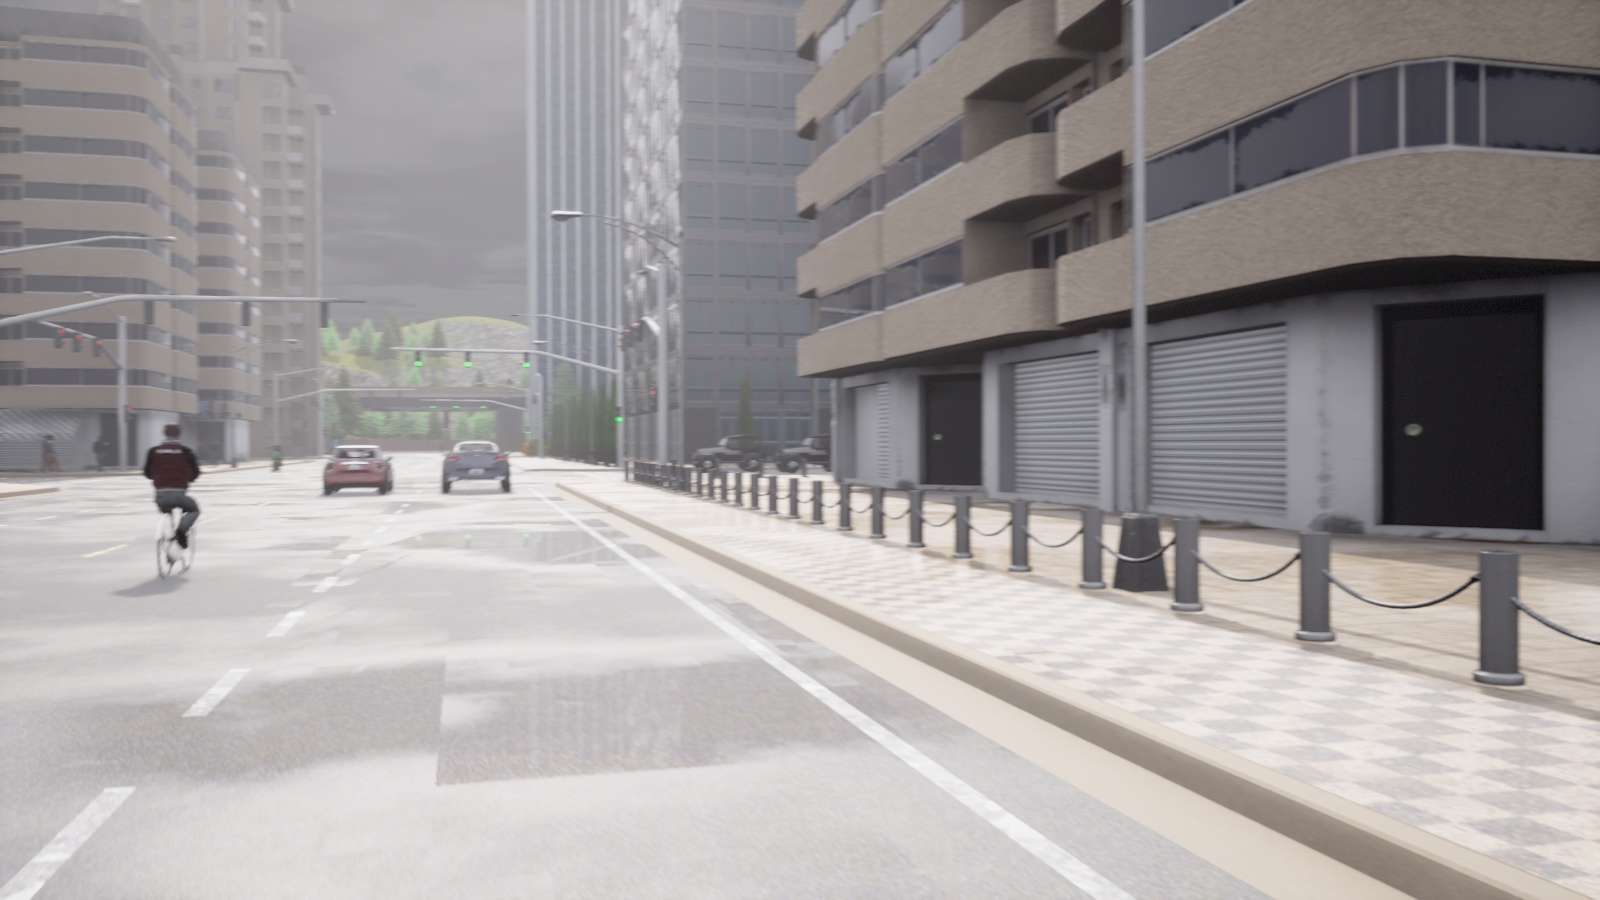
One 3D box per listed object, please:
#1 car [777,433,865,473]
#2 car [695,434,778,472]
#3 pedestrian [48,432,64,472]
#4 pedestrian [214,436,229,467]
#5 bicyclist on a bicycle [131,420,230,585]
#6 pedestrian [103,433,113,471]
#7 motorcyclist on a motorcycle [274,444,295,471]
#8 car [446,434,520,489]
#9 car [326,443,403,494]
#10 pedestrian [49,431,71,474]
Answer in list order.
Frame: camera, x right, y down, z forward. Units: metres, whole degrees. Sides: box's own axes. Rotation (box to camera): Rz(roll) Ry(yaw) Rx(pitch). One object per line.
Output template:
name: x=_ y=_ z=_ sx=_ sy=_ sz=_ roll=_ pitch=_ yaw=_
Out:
car: x=0.989 y=0.141 z=60.265 sx=3.866 sy=1.878 sz=1.905 roll=0 pitch=0 yaw=-14
car: x=-3.193 y=0.137 z=62.815 sx=3.866 sy=1.878 sz=1.905 roll=0 pitch=0 yaw=-14
pedestrian: x=-34.871 y=0.103 z=58.873 sx=0.614 sy=1.847 sz=0.353 roll=0 pitch=0 yaw=24
pedestrian: x=-35.359 y=0.063 z=76.762 sx=0.563 sy=1.883 sz=0.849 roll=0 pitch=0 yaw=-4
bicyclist on a bicycle: x=-7.075 y=0.554 z=14.421 sx=0.659 sy=1.776 sz=1.843 roll=0 pitch=1 yaw=-15
pedestrian: x=-33.647 y=0.087 z=61.041 sx=0.402 sy=1.842 sz=0.726 roll=0 pitch=0 yaw=-28
motorcyclist on a motorcycle: x=-28.741 y=0.407 z=70.002 sx=0.797 sy=1.523 sz=2.044 roll=0 pitch=0 yaw=-15
car: x=-10.232 y=0.322 z=40.522 sx=2.152 sy=1.651 sz=5.027 roll=0 pitch=0 yaw=-14
car: x=-13.440 y=0.526 z=38.932 sx=1.970 sy=1.475 sz=3.806 roll=0 pitch=0 yaw=-15
pedestrian: x=-34.174 y=0.106 z=57.994 sx=0.788 sy=1.949 sz=0.423 roll=0 pitch=0 yaw=-14
